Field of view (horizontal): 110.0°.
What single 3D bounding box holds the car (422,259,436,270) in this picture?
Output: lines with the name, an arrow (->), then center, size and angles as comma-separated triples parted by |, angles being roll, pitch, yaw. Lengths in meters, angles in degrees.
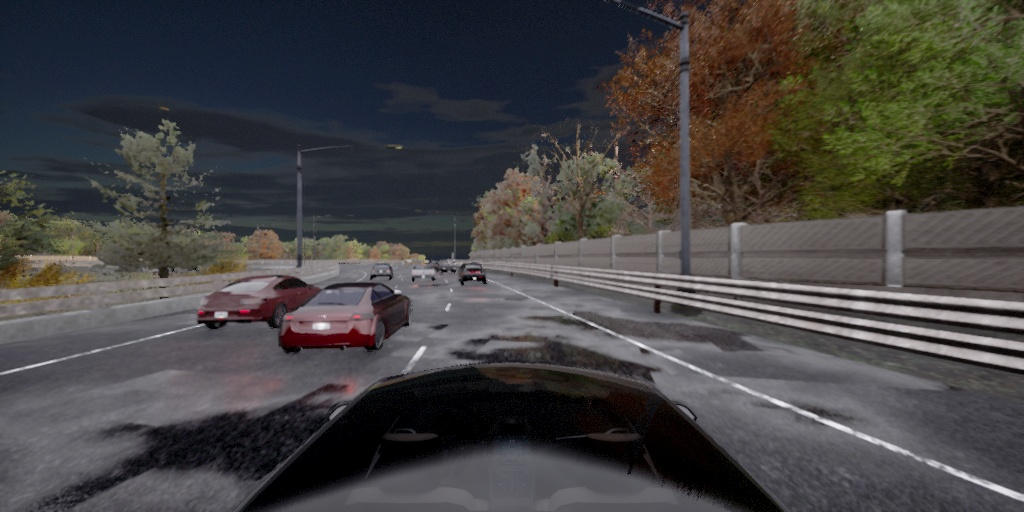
car -> -13.257, 1.315, 56.915 | 1.882, 1.535, 5.008 | 0, 0, -17

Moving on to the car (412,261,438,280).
car -> -7.804, 1.401, 31.356 | 1.895, 1.301, 4.718 | 0, 0, -15

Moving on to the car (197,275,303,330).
car -> -7.517, 1.316, 11.303 | 1.812, 1.442, 4.674 | 0, 0, -5

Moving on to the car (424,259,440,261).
car -> -10.927, 1.328, 50.389 | 1.837, 1.490, 4.892 | 0, 0, -20

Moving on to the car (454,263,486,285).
car -> -3.059, 1.280, 26.791 | 1.837, 1.490, 4.892 | 0, 0, -12

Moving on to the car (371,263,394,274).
car -> -11.731, 1.367, 32.471 | 2.033, 1.411, 5.357 | 0, 0, -17

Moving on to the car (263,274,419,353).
car -> -3.830, 1.335, 8.982 | 1.994, 1.385, 4.181 | 0, 0, -3

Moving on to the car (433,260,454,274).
car -> -7.667, 1.405, 41.644 | 1.895, 1.301, 4.718 | 0, 0, -20
